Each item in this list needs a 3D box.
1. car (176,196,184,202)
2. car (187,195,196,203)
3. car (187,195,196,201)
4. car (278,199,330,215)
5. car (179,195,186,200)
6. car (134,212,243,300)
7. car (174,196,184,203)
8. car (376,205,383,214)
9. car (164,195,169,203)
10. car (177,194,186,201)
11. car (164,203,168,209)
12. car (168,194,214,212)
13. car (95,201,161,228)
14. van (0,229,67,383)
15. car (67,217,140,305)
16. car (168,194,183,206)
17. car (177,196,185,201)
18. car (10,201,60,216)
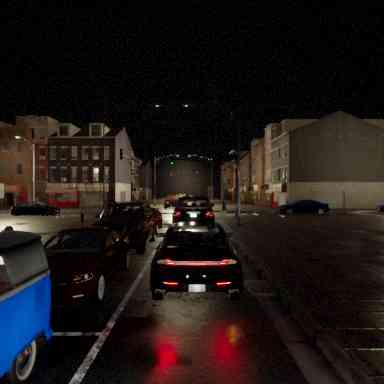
[{"bbox_3d":[-2.722,1.589,77.805,1.752,1.417,4.829,0,0,0],"label":"car"},{"bbox_3d":[-0.073,1.536,74.537,1.882,1.535,5.008,0,0,0],"label":"car"},{"bbox_3d":[-0.087,1.605,86.236,2.128,1.511,4.902,0,0,0],"label":"car"},{"bbox_3d":[11.313,1.492,33.793,5.008,1.535,1.882,0,0,0],"label":"car"},{"bbox_3d":[-2.740,1.537,94.256,1.967,1.590,4.097,0,0,0],"label":"car"},{"bbox_3d":[0.090,1.491,8.331,2.128,1.511,4.902,0,0,0],"label":"car"},{"bbox_3d":[-2.717,1.605,72.547,2.008,1.369,4.403,0,0,0],"label":"car"},{"bbox_3d":[21.207,1.554,33.781,4.674,1.442,1.812,0,0,0],"label":"car"},{"bbox_3d":[-2.691,1.333,45.413,2.192,1.841,5.009,0,0,0],"label":"car"},{"bbox_3d":[-2.735,1.400,88.829,2.192,1.841,5.009,0,0,0],"label":"car"},{"bbox_3d":[-2.662,1.546,19.003,1.887,1.381,4.507,0,0,0],"label":"car"},{"bbox_3d":[0.081,1.223,18.546,2.150,2.045,5.566,0,0,0],"label":"car"},{"bbox_3d":[-2.658,1.315,13.570,2.192,1.841,5.009,0,0,0],"label":"car"},{"bbox_3d":[-2.646,1.341,2.702,1.690,1.788,3.998,0,0,0],"label":"van"},{"bbox_3d":[-2.651,1.544,8.136,1.887,1.381,4.507,0,0,0],"label":"car"},{"bbox_3d":[-2.702,1.345,56.267,2.192,1.841,5.009,0,0,0],"label":"car"},{"bbox_3d":[-2.727,1.640,83.401,1.947,1.339,4.313,0,0,0],"label":"car"},{"bbox_3d":[-14.484,1.571,30.859,4.181,1.385,1.994,0,0,0],"label":"car"}]
